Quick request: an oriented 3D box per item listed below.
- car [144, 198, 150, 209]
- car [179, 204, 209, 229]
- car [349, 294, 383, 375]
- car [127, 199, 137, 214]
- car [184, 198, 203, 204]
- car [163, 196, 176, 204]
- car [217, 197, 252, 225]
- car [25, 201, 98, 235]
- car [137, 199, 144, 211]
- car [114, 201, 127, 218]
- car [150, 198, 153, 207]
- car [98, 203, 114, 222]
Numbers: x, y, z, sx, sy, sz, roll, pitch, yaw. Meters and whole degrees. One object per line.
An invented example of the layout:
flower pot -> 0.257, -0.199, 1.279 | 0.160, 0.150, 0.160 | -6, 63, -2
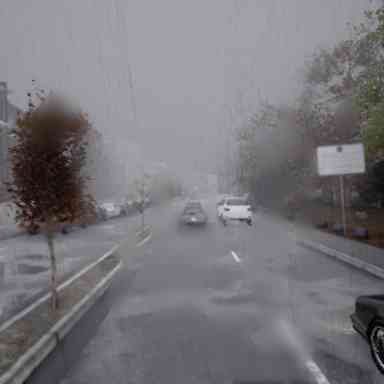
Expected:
car -> -7.861, 1.786, 48.294 | 2.231, 1.521, 4.892 | 0, 0, 0
car -> 0.105, 1.739, 23.083 | 1.994, 1.385, 4.181 | 0, 0, 0
car -> 3.251, 1.569, 2.460 | 2.033, 1.411, 5.357 | 0, 0, 0
car -> -7.925, 1.764, 37.167 | 2.163, 1.488, 4.792 | 0, 0, 0
car -> 0.261, 1.788, 41.635 | 1.837, 1.490, 4.892 | 0, -1, 1
car -> -6.176, 1.879, 86.887 | 1.946, 1.575, 5.366 | 0, 0, 7
car -> 3.254, 1.416, 26.069 | 2.150, 2.045, 5.566 | 0, 0, 0
car -> -8.022, 1.388, 20.529 | 2.435, 2.045, 5.566 | 0, 0, 0
car -> -7.893, 1.801, 42.744 | 2.002, 1.452, 4.674 | 0, 0, 0
car -> -7.958, 1.746, 31.651 | 2.002, 1.452, 4.674 | 0, 0, 0
car -> -7.796, 1.824, 59.287 | 2.097, 1.535, 5.008 | 0, 0, 1
car -> -7.989, 1.704, 26.072 | 2.163, 1.488, 4.792 | 0, 0, 0
